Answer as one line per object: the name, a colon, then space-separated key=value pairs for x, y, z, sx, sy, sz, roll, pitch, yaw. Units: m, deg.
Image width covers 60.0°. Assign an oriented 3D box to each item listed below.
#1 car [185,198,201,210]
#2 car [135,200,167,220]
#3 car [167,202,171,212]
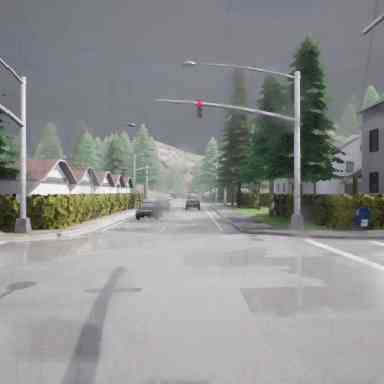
car: x=0.112 y=1.519 z=43.284 sx=1.837 sy=1.490 sz=4.892 roll=0 pitch=0 yaw=0
car: x=-3.591 y=1.557 z=28.633 sx=2.033 sy=1.411 sz=5.357 roll=0 pitch=0 yaw=0
car: x=-3.567 y=1.577 z=38.551 sx=1.994 sy=1.385 sz=4.181 roll=0 pitch=0 yaw=1
